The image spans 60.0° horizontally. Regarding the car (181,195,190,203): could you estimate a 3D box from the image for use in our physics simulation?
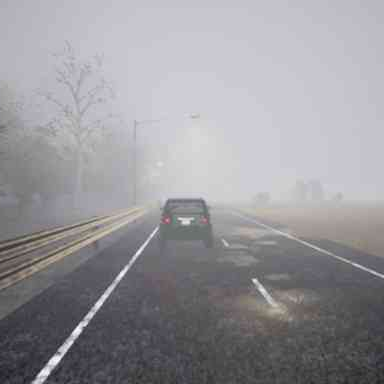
[{"bbox_3d":[-1.389,1.513,72.629,1.837,1.490,4.892,0,0,-1],"label":"car"}]

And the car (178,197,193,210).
[{"bbox_3d":[-0.857,1.526,44.990,1.837,1.490,4.892,0,0,-1],"label":"car"}]

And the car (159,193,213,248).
[{"bbox_3d":[-0.278,1.230,15.045,2.150,2.045,5.566,0,0,-1],"label":"car"}]
